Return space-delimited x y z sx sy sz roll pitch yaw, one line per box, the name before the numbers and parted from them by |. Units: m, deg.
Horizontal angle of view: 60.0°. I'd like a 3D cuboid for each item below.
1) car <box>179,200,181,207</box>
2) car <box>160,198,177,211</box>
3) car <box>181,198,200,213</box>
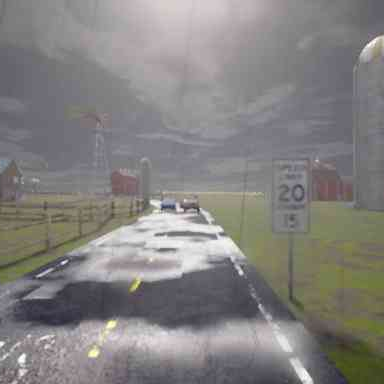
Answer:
car | -0.772 1.643 49.443 1.994 1.385 4.181 0 0 -6
car | -3.006 1.551 43.079 1.882 1.535 5.008 0 0 -2
car | -0.067 1.576 38.962 1.837 1.490 4.892 0 0 -2
